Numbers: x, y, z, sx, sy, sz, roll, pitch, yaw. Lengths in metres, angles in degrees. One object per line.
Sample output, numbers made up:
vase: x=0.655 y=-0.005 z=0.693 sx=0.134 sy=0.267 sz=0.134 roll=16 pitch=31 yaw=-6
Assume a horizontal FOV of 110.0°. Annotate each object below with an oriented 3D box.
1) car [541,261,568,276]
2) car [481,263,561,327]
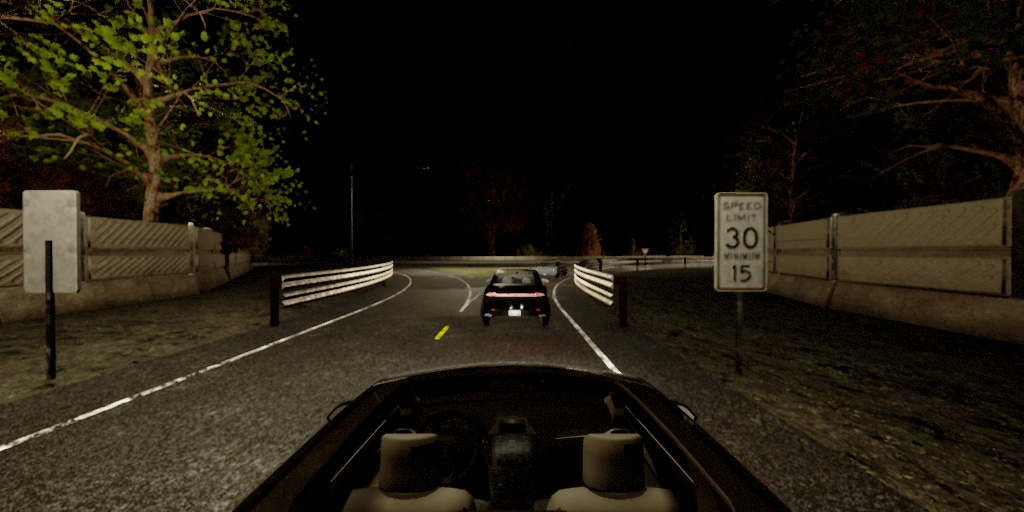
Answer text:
car: x=3.211 y=1.066 z=28.917 sx=1.895 sy=1.301 sz=4.718 roll=0 pitch=1 yaw=20
car: x=0.151 y=1.143 z=11.175 sx=2.128 sy=1.511 sz=4.902 roll=0 pitch=1 yaw=2
